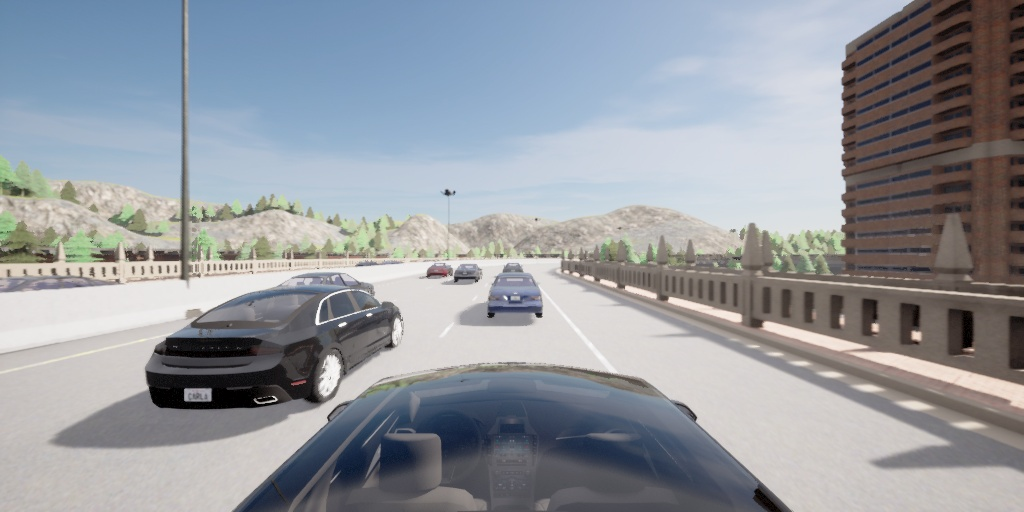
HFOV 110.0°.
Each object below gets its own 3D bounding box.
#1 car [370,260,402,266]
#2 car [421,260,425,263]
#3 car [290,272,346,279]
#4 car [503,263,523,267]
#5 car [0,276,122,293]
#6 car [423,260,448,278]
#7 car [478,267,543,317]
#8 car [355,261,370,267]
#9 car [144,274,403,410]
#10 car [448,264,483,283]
[{"bbox_3d":[-16.876,1.301,49.360,2.033,1.411,5.357,0,0,6],"label":"car"},{"bbox_3d":[-12.786,1.301,53.285,2.033,1.411,5.357,0,0,9],"label":"car"},{"bbox_3d":[-6.901,1.299,13.273,2.033,1.411,5.357,0,0,0],"label":"car"},{"bbox_3d":[0.111,1.316,34.615,1.994,1.385,4.181,0,0,0],"label":"car"},{"bbox_3d":[-14.101,1.298,10.542,2.033,1.411,5.357,0,0,0],"label":"car"},{"bbox_3d":[-6.887,1.317,34.686,1.994,1.385,4.181,0,0,0],"label":"car"},{"bbox_3d":[0.099,1.298,13.142,2.033,1.411,5.357,0,0,0],"label":"car"},{"bbox_3d":[-20.200,1.318,50.265,1.994,1.385,4.181,0,0,6],"label":"car"},{"bbox_3d":[-3.400,1.255,6.304,1.837,1.490,4.892,0,0,0],"label":"car"},{"bbox_3d":[-3.403,1.300,28.398,2.033,1.411,5.357,0,0,0],"label":"car"}]
